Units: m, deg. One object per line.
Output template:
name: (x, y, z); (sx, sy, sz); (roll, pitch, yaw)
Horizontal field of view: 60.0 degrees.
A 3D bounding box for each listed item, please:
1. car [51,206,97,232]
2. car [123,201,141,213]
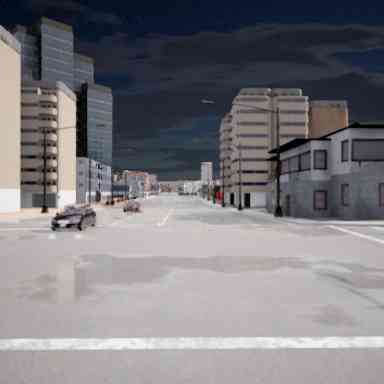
car: (-7.493, 1.659, 21.543); (2.128, 1.511, 4.902); (0, 0, -2)
car: (-8.440, 2.038, 46.981); (2.097, 1.767, 4.553); (0, -2, -2)
